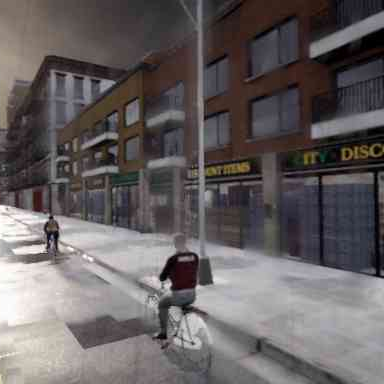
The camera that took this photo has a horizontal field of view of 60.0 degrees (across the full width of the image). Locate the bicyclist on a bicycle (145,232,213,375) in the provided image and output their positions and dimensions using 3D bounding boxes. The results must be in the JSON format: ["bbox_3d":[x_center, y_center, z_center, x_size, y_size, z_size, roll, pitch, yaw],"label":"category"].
[{"bbox_3d":[-0.280,1.444,4.745,0.659,1.776,1.843,0,-1,-33],"label":"bicyclist on a bicycle"}]

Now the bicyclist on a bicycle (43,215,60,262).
[{"bbox_3d":[-5.112,1.666,12.130,0.582,1.620,1.656,0,-1,-33],"label":"bicyclist on a bicycle"}]
